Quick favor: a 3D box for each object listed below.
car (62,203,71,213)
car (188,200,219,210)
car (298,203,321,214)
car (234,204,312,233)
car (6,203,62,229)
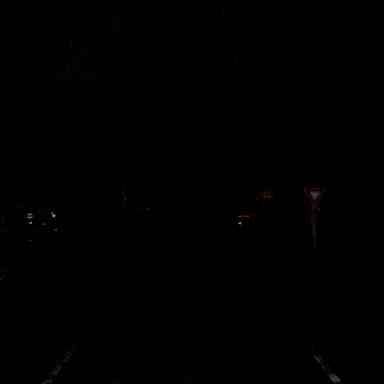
[{"bbox_3d":[-16.797,1.999,40.680,1.994,1.385,4.181,0,-1,19],"label":"car"},{"bbox_3d":[1.700,2.050,52.000,4.902,1.511,2.128,0,-1,11],"label":"car"},{"bbox_3d":[13.837,2.047,41.640,1.895,1.301,4.718,0,-1,-17],"label":"car"},{"bbox_3d":[5.060,1.724,21.641,4.902,1.511,2.128,0,-1,-30],"label":"car"},{"bbox_3d":[-11.621,1.609,23.967,4.553,1.767,2.097,-1,-1,43],"label":"car"}]
